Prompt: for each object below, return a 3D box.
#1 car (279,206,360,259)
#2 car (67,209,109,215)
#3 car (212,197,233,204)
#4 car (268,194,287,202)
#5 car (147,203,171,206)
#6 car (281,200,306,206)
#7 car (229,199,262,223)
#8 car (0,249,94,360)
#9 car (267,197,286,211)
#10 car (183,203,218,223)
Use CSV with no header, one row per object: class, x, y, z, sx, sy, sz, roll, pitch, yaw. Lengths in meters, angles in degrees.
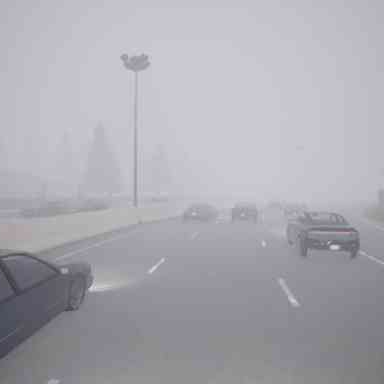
car,4.823,1.501,12.752,2.128,1.511,4.902,0,0,9
car,-9.304,1.466,29.684,2.128,1.511,4.902,0,0,17
car,6.089,1.625,66.663,1.895,1.301,4.718,0,0,38
car,18.024,1.247,69.730,1.812,1.442,4.674,0,0,43
car,-3.867,1.338,34.799,2.097,1.767,4.553,0,0,21
car,9.859,1.620,31.198,1.895,1.301,4.718,0,0,21
car,4.268,1.484,25.645,1.882,1.535,5.008,0,0,17
car,-3.153,1.539,4.665,2.033,1.411,5.357,0,0,4
car,10.575,1.545,41.037,1.812,1.442,4.674,0,0,27
car,0.712,1.562,25.963,1.994,1.385,4.181,0,0,16
